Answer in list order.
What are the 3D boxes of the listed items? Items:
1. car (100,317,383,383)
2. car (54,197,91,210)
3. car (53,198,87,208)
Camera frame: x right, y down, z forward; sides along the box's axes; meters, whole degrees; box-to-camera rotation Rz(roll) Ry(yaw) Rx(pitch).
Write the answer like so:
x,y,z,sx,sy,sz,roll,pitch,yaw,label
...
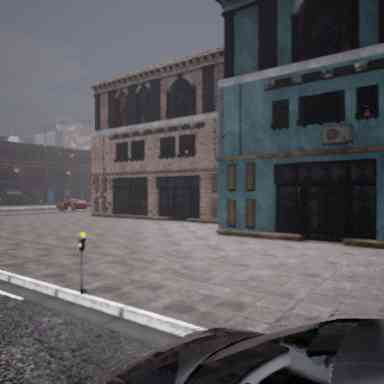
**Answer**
x,y,z,sx,sy,sz,roll,pitch,yaw,label
1.169,1.566,2.040,4.313,1.339,1.947,0,0,36,car
-15.044,1.651,42.422,1.887,1.381,4.507,0,0,35,car
-18.866,1.652,51.650,1.752,1.417,4.829,0,0,35,car
